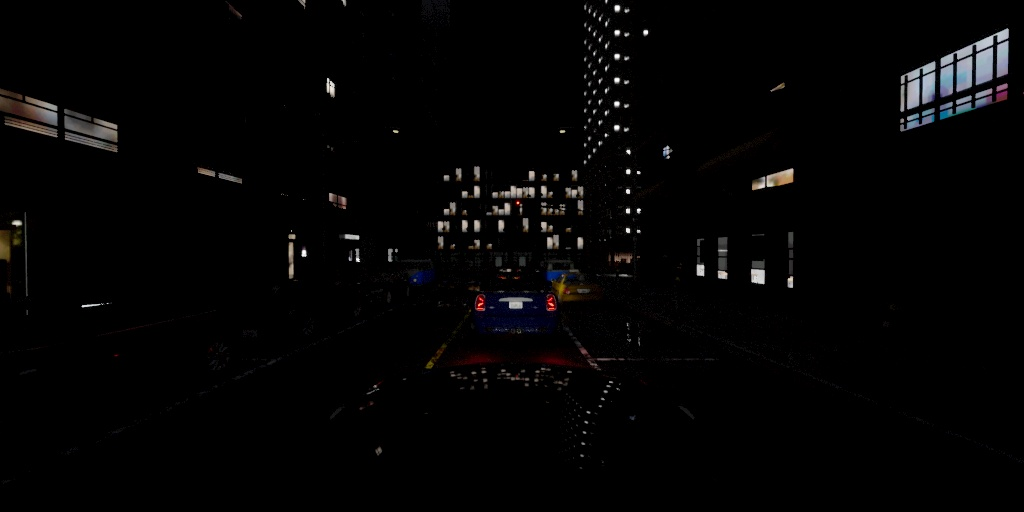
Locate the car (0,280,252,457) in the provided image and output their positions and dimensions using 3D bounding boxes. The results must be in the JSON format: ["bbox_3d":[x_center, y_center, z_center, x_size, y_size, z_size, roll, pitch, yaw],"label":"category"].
[{"bbox_3d":[-5.691,1.189,4.371,1.967,1.591,4.097,0,0,0],"label":"car"}]

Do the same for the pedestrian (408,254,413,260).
[{"bbox_3d":[-12.394,0.635,43.577,0.375,1.860,0.375,0,1,0],"label":"pedestrian"}]

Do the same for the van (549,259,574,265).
[{"bbox_3d":[2.689,1.086,21.148,1.690,1.789,3.998,0,0,0],"label":"van"}]

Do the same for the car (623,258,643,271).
[{"bbox_3d":[15.232,1.087,40.487,5.009,1.841,2.192,0,0,0],"label":"car"}]

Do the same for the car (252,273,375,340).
[{"bbox_3d":[-5.691,1.314,9.972,1.948,1.339,4.313,0,0,0],"label":"car"}]

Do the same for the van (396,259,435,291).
[{"bbox_3d":[-5.692,1.086,21.176,1.690,1.789,3.998,0,0,0],"label":"van"}]

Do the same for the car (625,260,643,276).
[{"bbox_3d":[14.674,1.369,37.890,4.181,1.385,1.994,0,1,0],"label":"car"}]

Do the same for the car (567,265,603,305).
[{"bbox_3d":[2.690,1.272,15.716,1.751,1.417,4.829,0,0,0],"label":"car"}]

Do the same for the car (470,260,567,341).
[{"bbox_3d":[0.085,1.100,10.014,2.097,1.767,4.553,0,0,0],"label":"car"}]

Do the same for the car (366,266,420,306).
[{"bbox_3d":[-5.691,1.297,15.574,2.007,1.370,4.403,0,0,0],"label":"car"}]
